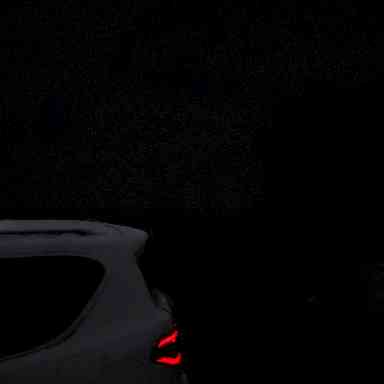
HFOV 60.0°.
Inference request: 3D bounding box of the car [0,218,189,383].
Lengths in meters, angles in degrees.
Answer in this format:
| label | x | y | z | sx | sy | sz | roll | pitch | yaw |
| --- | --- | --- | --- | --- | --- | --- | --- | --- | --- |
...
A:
| label | x | y | z | sx | sy | sz | roll | pitch | yaw |
| --- | --- | --- | --- | --- | --- | --- | --- | --- | --- |
| car | -2.621 | 1.226 | 1.614 | 5.566 | 2.045 | 2.150 | 1 | -1 | -35 |
